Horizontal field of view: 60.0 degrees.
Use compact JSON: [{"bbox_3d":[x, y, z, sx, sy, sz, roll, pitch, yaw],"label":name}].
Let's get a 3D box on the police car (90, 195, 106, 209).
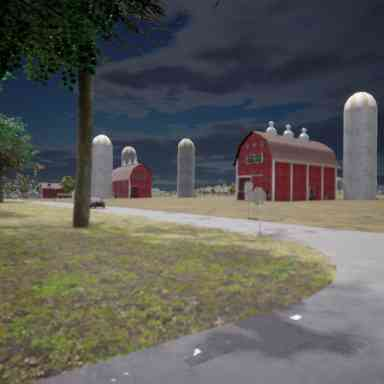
[{"bbox_3d":[-12.456,1.244,41.885,1.930,1.638,5.238,1,-1,-35],"label":"police car"}]
